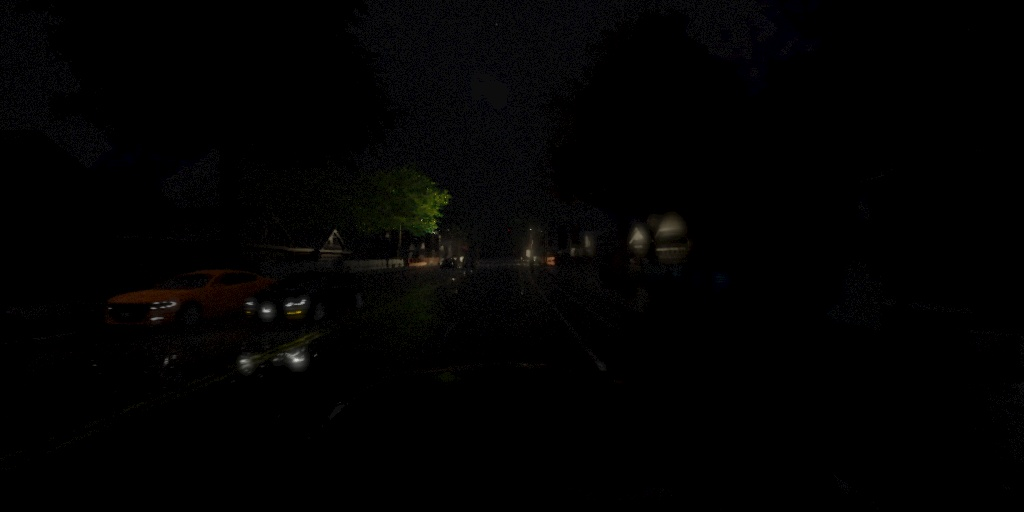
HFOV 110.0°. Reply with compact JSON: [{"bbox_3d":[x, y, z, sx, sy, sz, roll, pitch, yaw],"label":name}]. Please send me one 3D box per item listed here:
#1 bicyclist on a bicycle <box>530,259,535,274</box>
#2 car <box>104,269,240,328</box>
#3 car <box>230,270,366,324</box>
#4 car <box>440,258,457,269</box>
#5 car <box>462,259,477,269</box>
[{"bbox_3d":[2.325,1.184,39.900,0.582,1.620,1.656,0,0,-1],"label":"bicyclist on a bicycle"},{"bbox_3d":[-9.847,1.224,11.611,1.882,1.535,5.008,0,0,0],"label":"car"},{"bbox_3d":[-6.596,1.250,12.099,1.837,1.490,4.892,0,0,0],"label":"car"},{"bbox_3d":[-9.737,1.141,55.311,2.097,1.767,4.553,0,0,0],"label":"car"},{"bbox_3d":[-6.487,1.253,55.281,2.128,1.511,4.902,0,0,0],"label":"car"}]
